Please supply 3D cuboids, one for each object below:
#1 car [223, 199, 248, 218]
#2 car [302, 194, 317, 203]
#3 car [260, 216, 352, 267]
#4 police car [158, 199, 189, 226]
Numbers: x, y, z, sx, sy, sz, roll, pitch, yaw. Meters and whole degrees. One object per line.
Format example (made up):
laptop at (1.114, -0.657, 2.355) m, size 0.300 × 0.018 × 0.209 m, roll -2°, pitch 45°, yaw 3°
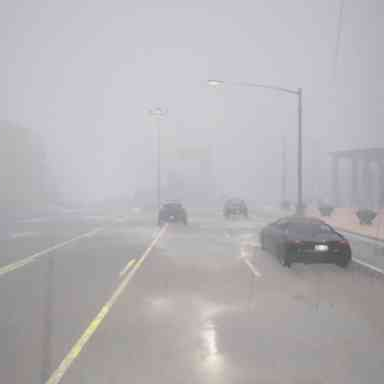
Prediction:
car at (3.751, 1.353, 28.914) m, size 2.128 × 1.511 × 4.902 m, roll 0°, pitch 0°, yaw 3°
car at (21.393, 1.190, 60.244) m, size 5.008 × 1.535 × 1.882 m, roll 0°, pitch 0°, yaw -39°
car at (3.600, 1.510, 11.234) m, size 1.994 × 1.385 × 4.181 m, roll 0°, pitch 0°, yaw 0°
police car at (-1.226, 1.316, 22.798) m, size 1.930 × 1.638 × 5.238 m, roll 0°, pitch 0°, yaw 0°
